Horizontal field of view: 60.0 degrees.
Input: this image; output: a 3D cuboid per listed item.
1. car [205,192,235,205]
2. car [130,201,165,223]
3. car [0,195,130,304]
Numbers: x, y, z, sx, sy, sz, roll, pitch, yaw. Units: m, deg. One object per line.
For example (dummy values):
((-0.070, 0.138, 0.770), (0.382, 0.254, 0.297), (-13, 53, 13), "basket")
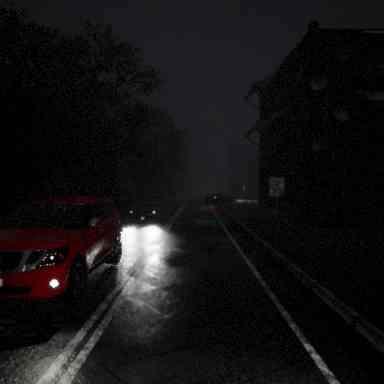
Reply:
((3.603, 0.813, 41.936), (2.128, 1.511, 4.902), (3, 2, 37), "car")
((-3.045, 1.296, 23.017), (1.895, 1.301, 4.718), (0, 1, 1), "car")
((-3.271, 1.133, 8.326), (2.150, 2.045, 5.566), (0, 0, 1), "car")
